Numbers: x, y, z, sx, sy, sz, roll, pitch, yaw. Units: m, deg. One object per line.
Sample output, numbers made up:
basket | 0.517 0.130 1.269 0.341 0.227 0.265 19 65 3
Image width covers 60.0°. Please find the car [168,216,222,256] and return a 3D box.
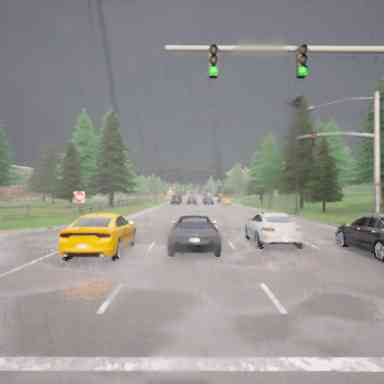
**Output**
car | 0.096 1.649 13.521 1.994 1.385 4.181 0 0 0

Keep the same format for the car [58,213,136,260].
car | -3.405 1.558 12.805 1.882 1.535 5.008 0 0 0

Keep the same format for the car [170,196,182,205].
car | -3.510 2.021 69.091 1.895 1.301 4.718 0 0 0

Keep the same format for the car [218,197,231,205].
car | 6.990 1.902 68.647 1.882 1.535 5.008 0 0 0

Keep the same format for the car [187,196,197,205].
car | -0.010 1.780 69.033 2.097 1.767 4.553 0 0 0

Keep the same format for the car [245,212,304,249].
car | 3.584 1.621 15.031 1.812 1.442 4.674 0 0 0

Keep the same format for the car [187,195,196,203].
car | -0.011 1.682 79.037 2.097 1.767 4.553 0 0 0

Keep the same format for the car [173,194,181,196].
car | -3.511 1.552 79.098 2.150 2.045 5.566 0 0 0

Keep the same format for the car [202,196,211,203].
car | 3.489 1.827 79.067 1.837 1.490 4.892 0 0 0

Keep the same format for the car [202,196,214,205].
car | 3.490 1.979 69.063 1.994 1.385 4.181 0 0 0

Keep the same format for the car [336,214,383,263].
car | 7.096 1.583 12.357 1.837 1.490 4.892 0 0 0
